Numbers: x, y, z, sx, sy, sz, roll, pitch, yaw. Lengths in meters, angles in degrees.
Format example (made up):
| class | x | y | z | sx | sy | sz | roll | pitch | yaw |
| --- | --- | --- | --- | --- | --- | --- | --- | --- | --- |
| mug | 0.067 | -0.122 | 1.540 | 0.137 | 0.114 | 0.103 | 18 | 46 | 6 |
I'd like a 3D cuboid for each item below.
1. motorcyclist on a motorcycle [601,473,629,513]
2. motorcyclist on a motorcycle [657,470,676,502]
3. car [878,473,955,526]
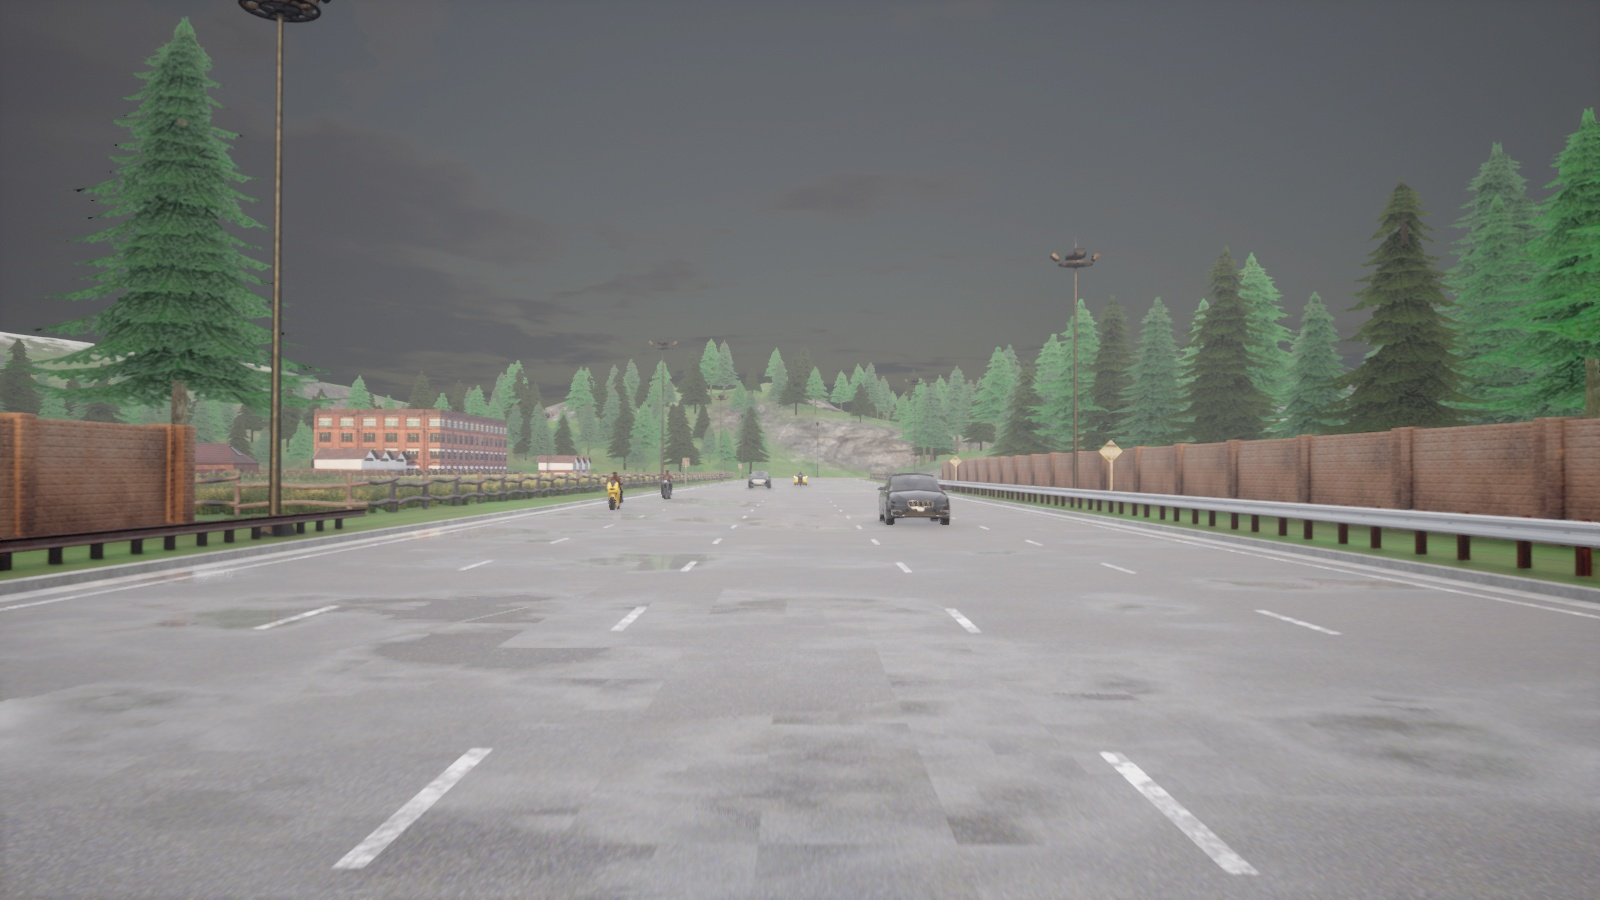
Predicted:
| class | x | y | z | sx | sy | sz | roll | pitch | yaw |
| --- | --- | --- | --- | --- | --- | --- | --- | --- | --- |
| motorcyclist on a motorcycle | -7.116 | 1.634 | 48.331 | 0.797 | 1.523 | 2.044 | 0 | -1 | 0 |
| motorcyclist on a motorcycle | -7.145 | 1.922 | 67.387 | 0.766 | 1.649 | 2.350 | 0 | -1 | 0 |
| car | 3.409 | 1.437 | 37.687 | 1.837 | 1.490 | 4.892 | 0 | -1 | 0 |
